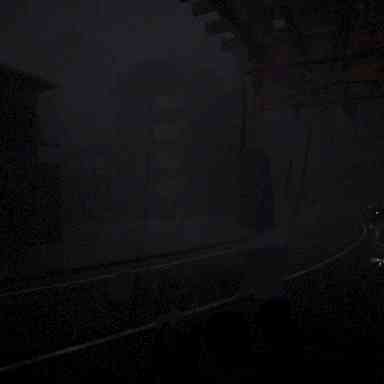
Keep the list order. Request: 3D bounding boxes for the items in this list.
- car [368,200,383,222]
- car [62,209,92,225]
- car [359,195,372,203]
[{"bbox_3d":[14.430,1.503,24.722,1.895,1.301,4.718,-1,0,25],"label":"car"},{"bbox_3d":[-10.615,2.084,27.139,2.033,1.415,5.357,-1,0,25],"label":"car"},{"bbox_3d":[32.158,1.296,61.756,1.994,1.385,4.181,-1,0,25],"label":"car"}]
